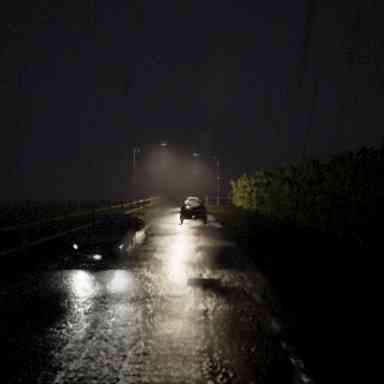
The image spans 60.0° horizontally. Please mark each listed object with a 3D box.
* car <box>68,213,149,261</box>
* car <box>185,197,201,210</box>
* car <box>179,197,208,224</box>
[{"bbox_3d":[-2.754,1.500,12.324,2.033,1.411,5.357,0,0,0],"label":"car"},{"bbox_3d":[0.091,1.371,40.527,1.812,1.442,4.674,0,0,0],"label":"car"},{"bbox_3d":[0.094,1.400,24.035,2.128,1.511,4.902,0,0,0],"label":"car"}]
